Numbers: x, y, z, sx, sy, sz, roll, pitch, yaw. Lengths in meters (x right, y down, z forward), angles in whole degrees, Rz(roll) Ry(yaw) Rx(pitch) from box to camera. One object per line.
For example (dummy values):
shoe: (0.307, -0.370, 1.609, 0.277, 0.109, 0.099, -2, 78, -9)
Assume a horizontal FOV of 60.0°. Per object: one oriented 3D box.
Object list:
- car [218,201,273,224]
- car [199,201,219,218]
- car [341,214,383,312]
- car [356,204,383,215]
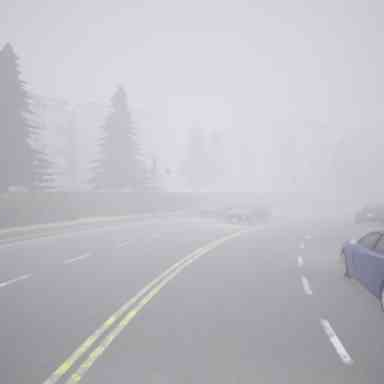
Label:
car: (4.306, 1.504, 24.486, 2.033, 1.411, 5.357, 1, 0, 34)
car: (2.748, 1.478, 28.244, 2.033, 1.411, 5.357, 1, 0, 37)
car: (4.588, 1.494, 6.987, 1.882, 1.535, 5.008, 0, 0, 11)
car: (13.569, 1.602, 24.544, 1.994, 1.385, 4.181, 1, 0, 41)
